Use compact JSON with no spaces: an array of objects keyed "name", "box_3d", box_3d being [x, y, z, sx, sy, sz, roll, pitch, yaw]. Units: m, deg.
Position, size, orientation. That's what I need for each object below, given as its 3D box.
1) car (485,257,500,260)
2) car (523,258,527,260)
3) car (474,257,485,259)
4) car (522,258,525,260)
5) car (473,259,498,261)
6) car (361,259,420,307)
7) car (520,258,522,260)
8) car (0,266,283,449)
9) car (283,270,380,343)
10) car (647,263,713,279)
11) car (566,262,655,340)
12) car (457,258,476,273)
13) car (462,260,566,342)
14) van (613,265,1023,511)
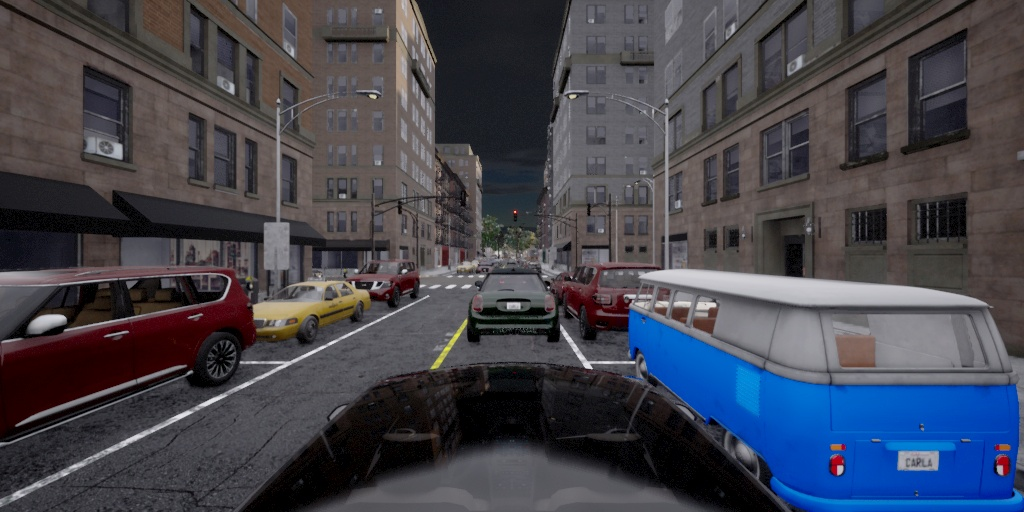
[{"name":"car","box_3d":[-2.923,1.310,53.803,1.994,1.385,4.181,0,0,0]},{"name":"car","box_3d":[2.575,1.297,42.543,2.007,1.370,4.403,0,0,0]},{"name":"car","box_3d":[-5.492,1.272,53.324,1.751,1.417,4.829,0,0,0]},{"name":"car","box_3d":[2.566,1.291,48.025,1.888,1.381,4.507,0,0,0]},{"name":"car","box_3d":[-2.908,1.310,39.785,1.994,1.385,4.181,0,0,0]},{"name":"car","box_3d":[-5.421,1.063,15.523,2.192,1.841,5.009,0,0,0]},{"name":"car","box_3d":[2.558,1.297,53.507,2.007,1.370,4.403,0,0,0]},{"name":"car","box_3d":[-5.402,1.065,4.167,2.192,1.841,5.009,0,0,0]},{"name":"car","box_3d":[-5.411,1.275,9.674,1.751,1.417,4.829,0,0,0]},{"name":"car","box_3d":[14.316,1.276,30.711,4.718,1.301,1.895,0,0,-3]},{"name":"car","box_3d":[2.626,1.064,9.856,2.192,1.841,5.009,0,0,0]},{"name":"car","box_3d":[-5.478,1.272,42.361,1.751,1.417,4.829,0,0,0]},{"name":"car","box_3d":[0.021,1.101,9.892,2.097,1.767,4.553,0,0,0]},{"name":"van","box_3d":[2.635,1.091,4.177,1.690,1.789,3.998,0,0,0]}]
